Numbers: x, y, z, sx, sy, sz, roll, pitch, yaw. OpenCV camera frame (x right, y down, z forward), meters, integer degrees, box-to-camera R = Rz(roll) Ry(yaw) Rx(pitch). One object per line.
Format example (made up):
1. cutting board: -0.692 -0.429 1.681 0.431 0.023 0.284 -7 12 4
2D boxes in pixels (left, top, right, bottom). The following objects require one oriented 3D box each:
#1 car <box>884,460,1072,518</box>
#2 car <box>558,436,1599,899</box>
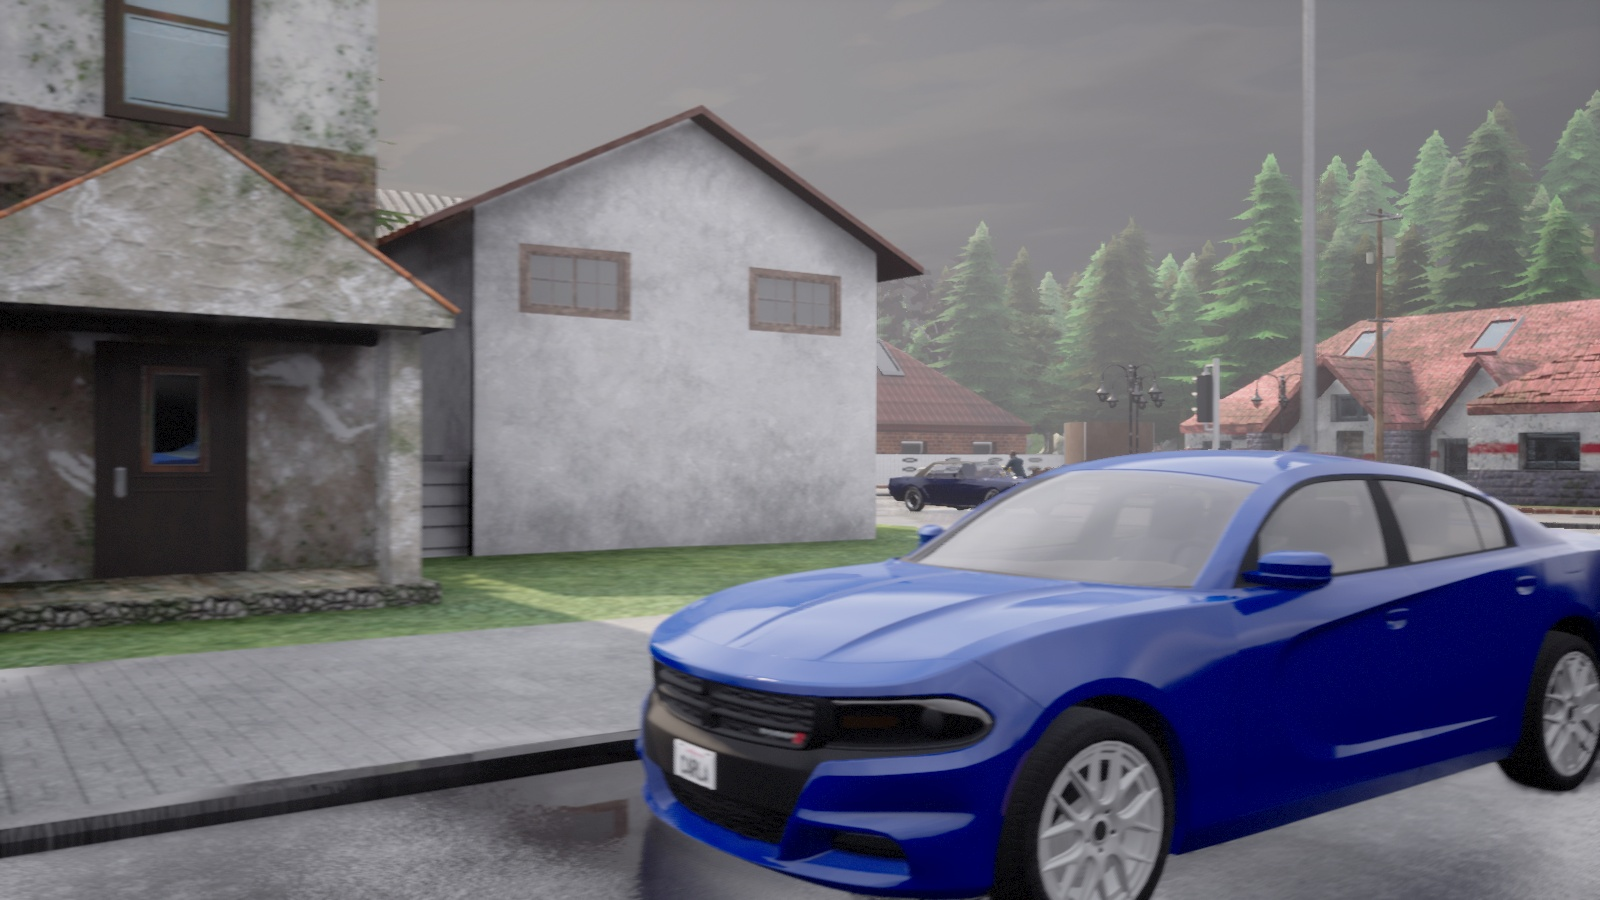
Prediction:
1. car: 4.310 0.913 31.160 1.895 1.301 4.718 0 0 -35
2. car: 1.671 0.732 5.448 5.008 1.535 1.882 0 0 -35
